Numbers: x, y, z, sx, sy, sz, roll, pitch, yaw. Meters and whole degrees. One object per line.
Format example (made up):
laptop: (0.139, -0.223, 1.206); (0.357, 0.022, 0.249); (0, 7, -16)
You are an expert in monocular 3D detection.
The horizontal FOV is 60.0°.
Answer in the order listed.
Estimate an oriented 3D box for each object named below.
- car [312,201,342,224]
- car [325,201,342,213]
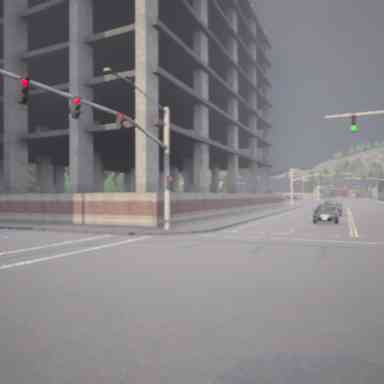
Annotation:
car: (11.048, 1.756, 27.340); (2.128, 1.511, 4.902); (-1, -1, 25)
car: (19.364, 1.956, 45.410); (1.812, 1.442, 4.674); (-1, -1, 26)
